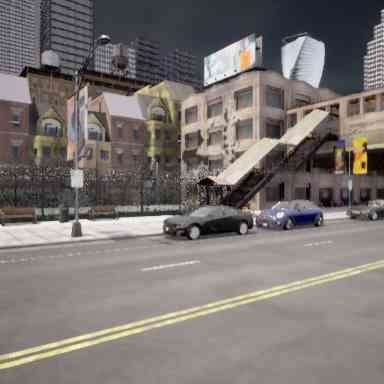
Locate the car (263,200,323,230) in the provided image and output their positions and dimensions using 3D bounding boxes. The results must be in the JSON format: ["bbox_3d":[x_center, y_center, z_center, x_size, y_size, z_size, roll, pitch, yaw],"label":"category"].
[{"bbox_3d":[6.042,1.299,20.511,4.553,1.767,2.185,0,0,-36],"label":"car"}]

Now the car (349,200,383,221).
[{"bbox_3d":[14.835,1.428,26.740,4.892,1.521,2.231,0,0,-26],"label":"car"}]

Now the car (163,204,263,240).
[{"bbox_3d":[0.893,1.424,16.667,5.008,1.535,2.097,0,0,-36],"label":"car"}]
